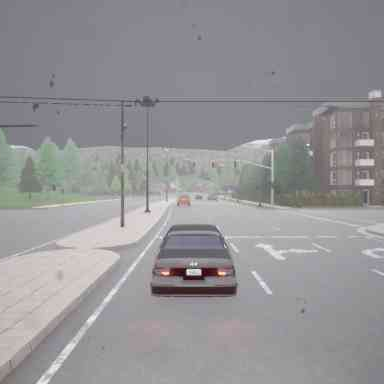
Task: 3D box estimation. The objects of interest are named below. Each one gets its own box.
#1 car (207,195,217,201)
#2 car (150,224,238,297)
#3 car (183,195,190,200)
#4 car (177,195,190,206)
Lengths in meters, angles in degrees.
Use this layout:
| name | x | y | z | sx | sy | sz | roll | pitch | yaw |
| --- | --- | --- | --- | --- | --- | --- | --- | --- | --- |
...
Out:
| name | x | y | z | sx | sy | sz | roll | pitch | yaw |
| --- | --- | --- | --- | --- | --- | --- | --- | --- | --- |
| car | 5.475 | 1.539 | 85.353 | 2.033 | 1.411 | 5.357 | 0 | 0 | 0 |
| car | 0.042 | 1.547 | 8.736 | 2.033 | 1.411 | 5.357 | 0 | 0 | 0 |
| car | -1.548 | 1.524 | 95.484 | 1.812 | 1.442 | 4.674 | 0 | 0 | 0 |
| car | -1.359 | 1.352 | 54.481 | 2.097 | 1.767 | 4.553 | 0 | 0 | -1 |
